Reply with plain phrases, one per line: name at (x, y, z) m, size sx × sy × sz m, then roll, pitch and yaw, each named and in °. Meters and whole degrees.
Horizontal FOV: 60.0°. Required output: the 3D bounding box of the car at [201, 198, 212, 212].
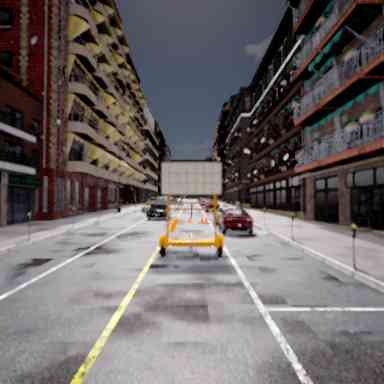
car at (2.561, 1.831, 42.308) m, size 1.887 × 1.381 × 4.507 m, roll 1°, pitch 0°, yaw 0°

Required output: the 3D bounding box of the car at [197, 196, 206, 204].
car at (2.508, 1.993, 86.555) m, size 2.192 × 1.841 × 5.009 m, roll 1°, pitch -1°, yaw 0°

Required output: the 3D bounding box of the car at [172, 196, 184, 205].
car at (-2.788, 2.041, 69.774) m, size 2.128 × 1.511 × 4.902 m, roll 0°, pitch -1°, yaw 0°

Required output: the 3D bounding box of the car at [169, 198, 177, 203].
car at (-5.348, 2.301, 92.140) m, size 1.947 × 1.339 × 4.313 m, roll 1°, pitch -1°, yaw 0°

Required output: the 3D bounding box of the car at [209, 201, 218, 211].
car at (2.571, 1.689, 25.888) m, size 1.752 × 1.417 × 4.829 m, roll 1°, pitch 0°, yaw 0°

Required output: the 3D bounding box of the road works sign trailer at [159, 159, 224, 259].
road works sign trailer at (-0.017, 0.541, 12.878) m, size 2.380 × 3.560 × 2.880 m, roll 0°, pitch 0°, yaw 0°

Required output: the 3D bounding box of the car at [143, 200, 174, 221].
car at (-2.865, 1.693, 29.368) m, size 1.837 × 1.490 × 4.892 m, roll 0°, pitch 0°, yaw 0°

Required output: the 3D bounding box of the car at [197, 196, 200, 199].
car at (2.546, 2.064, 69.960) m, size 1.887 × 1.381 × 4.507 m, roll 1°, pitch -1°, yaw 0°

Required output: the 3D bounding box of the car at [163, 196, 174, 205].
car at (-5.332, 1.887, 75.550) m, size 2.192 × 1.841 × 5.009 m, roll 1°, pitch -1°, yaw 0°

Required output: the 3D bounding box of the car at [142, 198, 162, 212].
car at (-5.318, 1.811, 42.197) m, size 1.752 × 1.417 × 4.829 m, roll 2°, pitch 0°, yaw 0°

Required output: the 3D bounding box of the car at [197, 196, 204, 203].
car at (2.549, 2.014, 64.431) m, size 1.887 × 1.381 × 4.507 m, roll 1°, pitch -1°, yaw 0°

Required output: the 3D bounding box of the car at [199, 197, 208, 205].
car at (2.553, 2.012, 75.493) m, size 1.967 × 1.590 × 4.097 m, roll 1°, pitch -1°, yaw 0°

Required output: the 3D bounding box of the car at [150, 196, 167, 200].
car at (-5.316, 1.645, 47.900) m, size 2.192 × 1.841 × 5.009 m, roll 2°, pitch 0°, yaw 0°

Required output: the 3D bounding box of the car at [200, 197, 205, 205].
car at (2.558, 1.880, 47.839) m, size 2.008 × 1.369 × 4.403 m, roll 1°, pitch 0°, yaw 0°

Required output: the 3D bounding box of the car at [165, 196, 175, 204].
car at (-5.335, 1.940, 81.080) m, size 2.192 × 1.841 × 5.009 m, roll 1°, pitch -1°, yaw 0°

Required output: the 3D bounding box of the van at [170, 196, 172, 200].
van at (-5.327, 1.811, 64.490) m, size 1.690 × 1.788 × 3.998 m, roll 1°, pitch -1°, yaw 0°

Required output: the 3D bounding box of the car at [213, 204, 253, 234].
car at (2.573, 1.669, 20.186) m, size 1.887 × 1.381 × 4.507 m, roll 1°, pitch 0°, yaw 0°
